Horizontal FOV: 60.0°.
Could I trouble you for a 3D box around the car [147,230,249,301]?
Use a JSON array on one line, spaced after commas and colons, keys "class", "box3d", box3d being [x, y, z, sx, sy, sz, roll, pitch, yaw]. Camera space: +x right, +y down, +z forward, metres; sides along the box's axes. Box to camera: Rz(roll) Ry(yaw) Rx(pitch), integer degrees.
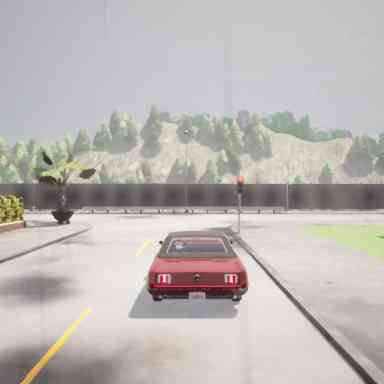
[{"class": "car", "box3d": [0.102, 1.601, 8.258, 1.895, 1.301, 4.718, 0, 0, 0]}]
